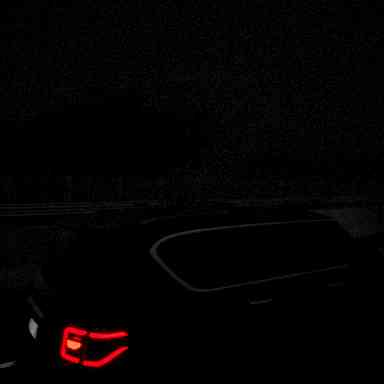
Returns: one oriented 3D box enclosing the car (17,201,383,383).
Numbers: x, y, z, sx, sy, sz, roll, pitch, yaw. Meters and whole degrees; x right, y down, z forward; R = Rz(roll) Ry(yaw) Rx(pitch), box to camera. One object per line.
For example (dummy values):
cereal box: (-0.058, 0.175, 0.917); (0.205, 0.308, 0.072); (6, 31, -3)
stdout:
car: (0.851, 1.202, 4.353); (5.566, 2.045, 2.150); (0, 0, -35)

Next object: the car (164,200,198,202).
car: (0.543, 1.289, 17.275); (4.553, 1.767, 2.097); (0, 0, -35)

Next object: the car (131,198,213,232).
car: (-1.169, 1.286, 20.353); (4.553, 1.767, 2.097); (0, 0, -35)

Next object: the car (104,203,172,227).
car: (-3.653, 1.501, 22.880); (4.181, 1.385, 1.994); (0, 0, -35)
